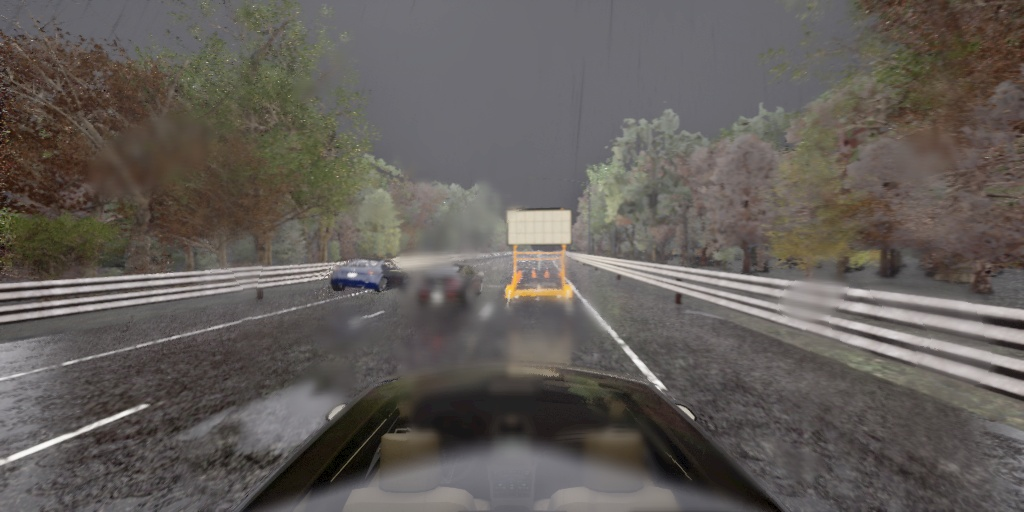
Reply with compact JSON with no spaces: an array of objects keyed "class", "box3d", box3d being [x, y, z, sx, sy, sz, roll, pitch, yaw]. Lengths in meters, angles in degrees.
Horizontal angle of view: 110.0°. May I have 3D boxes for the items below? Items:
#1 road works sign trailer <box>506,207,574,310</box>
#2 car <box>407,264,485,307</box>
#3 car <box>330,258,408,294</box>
[{"class":"road works sign trailer","box3d":[1.045,0.003,13.419,2.380,3.560,2.880,0,0,5]},{"class":"car","box3d":[-2.290,1.060,14.345,1.837,1.490,4.892,0,1,5]},{"class":"car","box3d":[-5.717,0.806,15.166,1.994,1.385,4.181,5,-3,5]}]
